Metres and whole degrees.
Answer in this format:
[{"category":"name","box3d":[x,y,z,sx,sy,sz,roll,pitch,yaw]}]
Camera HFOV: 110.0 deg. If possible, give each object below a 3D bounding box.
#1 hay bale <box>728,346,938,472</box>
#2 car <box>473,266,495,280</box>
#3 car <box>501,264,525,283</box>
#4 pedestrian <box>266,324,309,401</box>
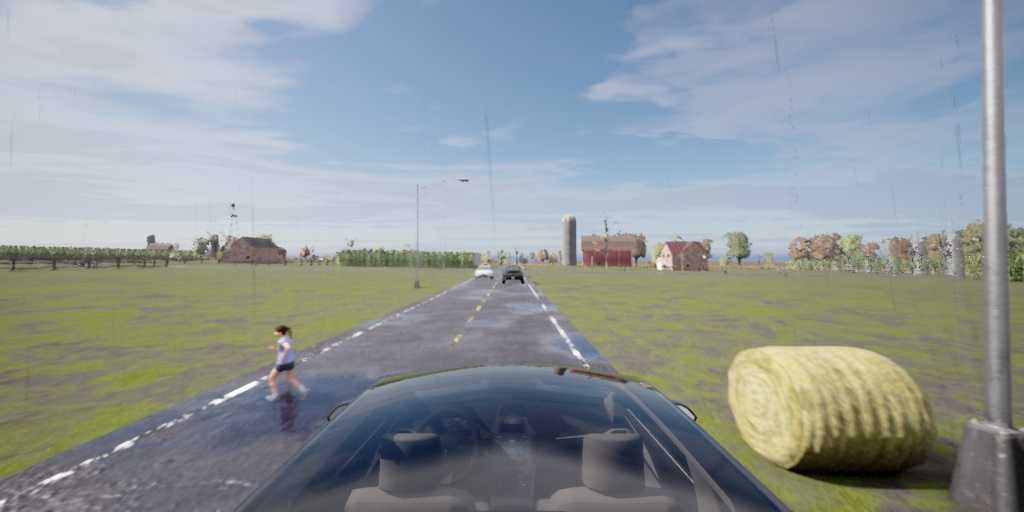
[{"category":"hay bale","box3d":[3.125,1.429,3.688,1.220,1.180,1.240,0,0,0]},{"category":"car","box3d":[-2.846,1.731,37.549,1.812,1.442,4.674,0,-1,0]},{"category":"car","box3d":[0.096,1.642,32.411,1.837,1.490,4.892,0,-1,0]},{"category":"pedestrian","box3d":[-3.144,1.462,5.019,0.500,1.100,0.500,-1,0,2]}]
